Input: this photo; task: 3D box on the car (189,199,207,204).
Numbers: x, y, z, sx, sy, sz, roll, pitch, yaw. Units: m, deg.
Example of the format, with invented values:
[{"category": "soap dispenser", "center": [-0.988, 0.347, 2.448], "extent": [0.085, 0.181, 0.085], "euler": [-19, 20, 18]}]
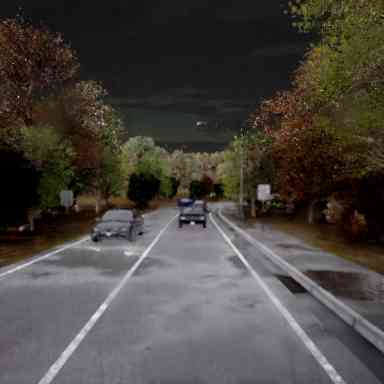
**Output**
[{"category": "car", "center": [1.055, 1.790, 44.103], "extent": [1.812, 1.442, 4.674], "euler": [0, 0, 6]}]

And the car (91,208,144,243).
[{"category": "car", "center": [-3.566, 1.593, 16.729], "extent": [1.837, 1.490, 4.892], "euler": [0, -1, 0]}]

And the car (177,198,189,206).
[{"category": "car", "center": [-1.054, 1.771, 54.844], "extent": [1.882, 1.535, 5.008], "euler": [1, 0, 11]}]

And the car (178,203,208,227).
[{"category": "car", "center": [0.055, 1.727, 23.638], "extent": [1.895, 1.301, 4.718], "euler": [0, 0, 1]}]
